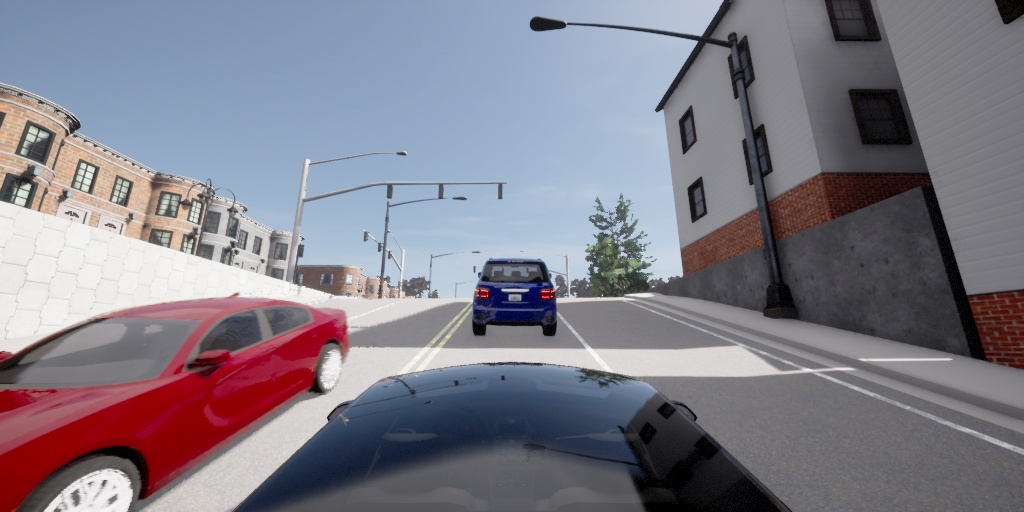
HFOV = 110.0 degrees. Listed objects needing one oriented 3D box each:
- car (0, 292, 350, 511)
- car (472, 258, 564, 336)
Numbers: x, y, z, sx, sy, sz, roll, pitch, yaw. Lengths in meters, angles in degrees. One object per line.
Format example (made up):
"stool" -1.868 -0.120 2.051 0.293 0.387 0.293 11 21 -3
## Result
"car" -3.600 1.239 3.862 1.882 1.535 5.008 0 0 0
"car" 0.080 1.098 11.026 2.150 2.045 5.566 1 -1 0
